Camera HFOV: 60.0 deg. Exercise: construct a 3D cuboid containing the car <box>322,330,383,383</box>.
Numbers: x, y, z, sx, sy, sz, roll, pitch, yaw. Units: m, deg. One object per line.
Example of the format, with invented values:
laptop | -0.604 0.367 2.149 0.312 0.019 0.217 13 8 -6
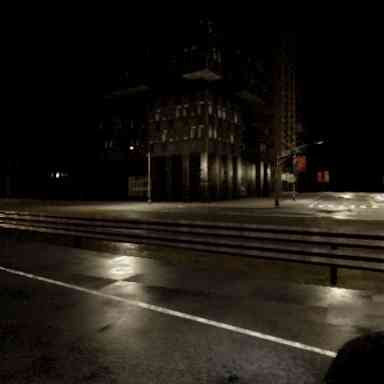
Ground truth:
car | 3.189 1.489 1.598 4.892 1.490 1.837 -1 0 35
